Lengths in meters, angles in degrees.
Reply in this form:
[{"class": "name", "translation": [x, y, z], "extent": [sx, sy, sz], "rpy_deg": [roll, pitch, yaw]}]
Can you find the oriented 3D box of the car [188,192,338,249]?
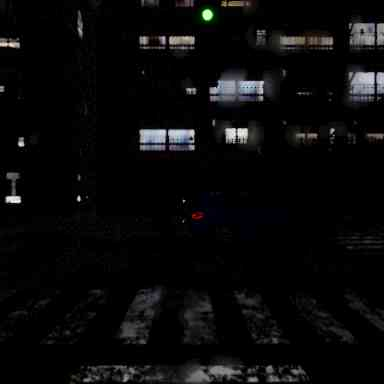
[{"class": "car", "translation": [2.643, 1.010, 12.972], "extent": [5.566, 2.045, 2.150], "rpy_deg": [0, 1, 0]}]
